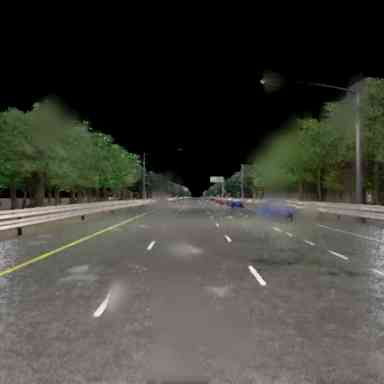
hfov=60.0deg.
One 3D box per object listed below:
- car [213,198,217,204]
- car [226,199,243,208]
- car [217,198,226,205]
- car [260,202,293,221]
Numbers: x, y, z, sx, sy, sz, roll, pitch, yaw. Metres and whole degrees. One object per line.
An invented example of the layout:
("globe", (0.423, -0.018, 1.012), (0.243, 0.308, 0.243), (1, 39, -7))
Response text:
("car", (7.465, 2.355, 90.801), (1.882, 1.535, 5.008), (0, -1, 1))
("car", (7.173, 1.882, 54.771), (1.882, 1.535, 5.008), (0, -1, 0))
("car", (7.318, 2.179, 74.829), (1.812, 1.442, 4.674), (0, -1, 1))
("car", (7.049, 1.597, 28.106), (1.882, 1.535, 5.008), (0, -1, 0))
